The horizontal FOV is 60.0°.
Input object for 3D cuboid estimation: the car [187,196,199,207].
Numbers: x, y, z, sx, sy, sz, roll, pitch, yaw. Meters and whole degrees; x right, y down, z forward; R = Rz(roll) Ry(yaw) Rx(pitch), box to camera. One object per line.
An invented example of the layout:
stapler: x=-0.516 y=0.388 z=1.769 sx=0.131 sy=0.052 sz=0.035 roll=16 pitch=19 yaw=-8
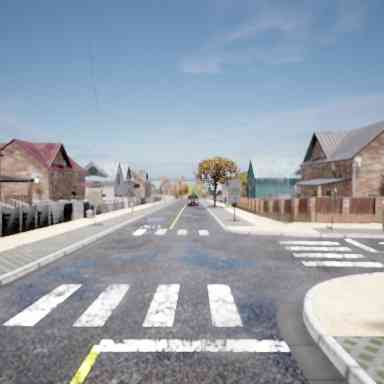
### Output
car: x=0.164 y=1.801 z=56.469 sx=1.895 sy=1.301 sz=4.718 roll=0 pitch=0 yaw=0

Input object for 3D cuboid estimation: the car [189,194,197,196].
car: x=0.193 y=1.497 z=66.492 sx=2.150 sy=2.045 sz=5.566 roll=0 pitch=0 yaw=0
